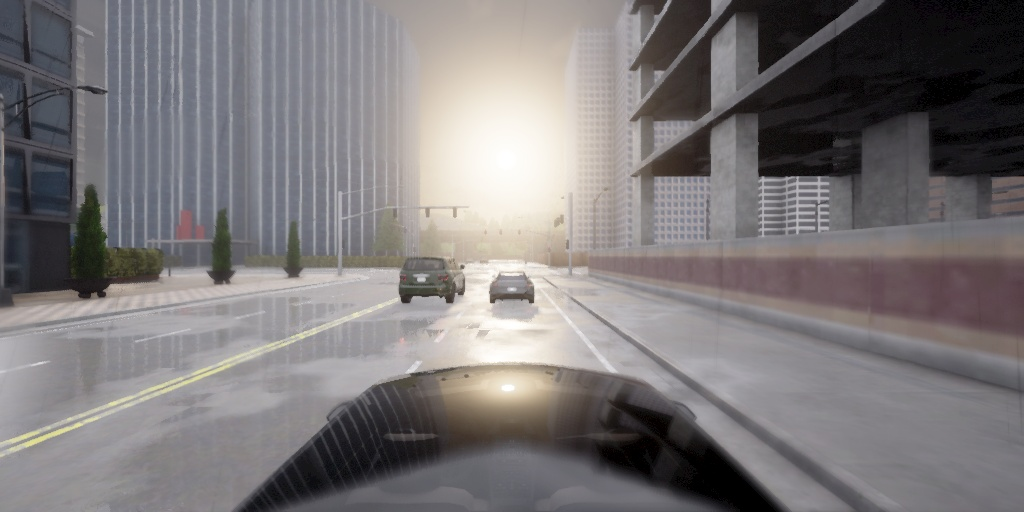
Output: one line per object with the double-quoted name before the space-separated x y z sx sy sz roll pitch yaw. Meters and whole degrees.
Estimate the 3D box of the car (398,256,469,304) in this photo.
"car" -3.500 1.006 16.530 2.150 2.045 5.566 0 0 0

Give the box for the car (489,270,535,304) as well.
"car" 0.000 1.320 16.500 1.994 1.385 4.181 0 0 0
